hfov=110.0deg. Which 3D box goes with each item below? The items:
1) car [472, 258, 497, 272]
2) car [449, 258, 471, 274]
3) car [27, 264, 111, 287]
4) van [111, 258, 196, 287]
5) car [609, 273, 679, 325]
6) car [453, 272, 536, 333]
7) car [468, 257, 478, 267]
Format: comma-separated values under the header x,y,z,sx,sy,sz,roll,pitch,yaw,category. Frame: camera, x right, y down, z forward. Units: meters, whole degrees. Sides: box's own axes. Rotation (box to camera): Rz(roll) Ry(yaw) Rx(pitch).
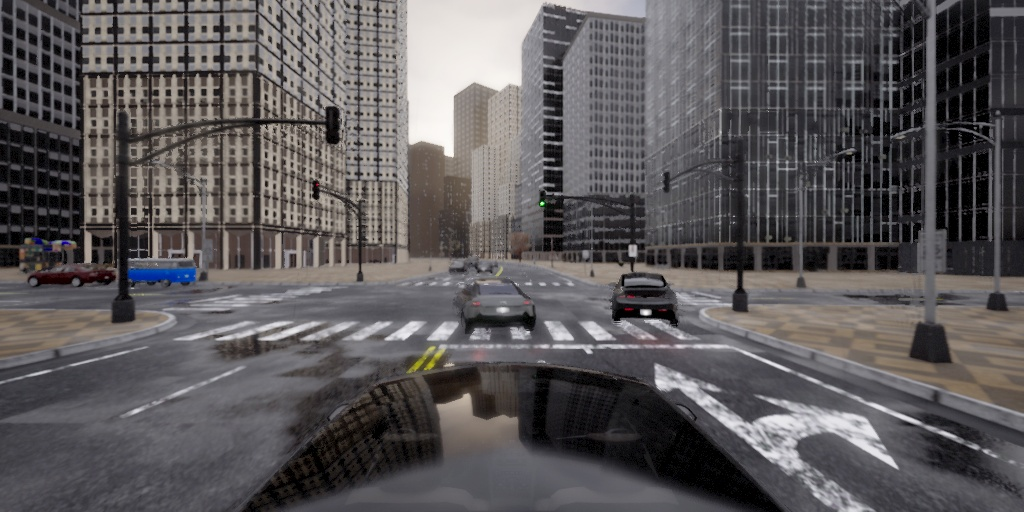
x,y,z,sx,sy,sz,roll,pitch,yaw,category
-3.352,1.404,44.908,2.128,1.511,4.902,0,0,0,car
-6.604,1.390,44.491,1.882,1.535,5.008,0,0,0,car
-28.201,1.231,23.020,4.507,1.381,1.888,0,0,1,car
-22.662,1.052,22.975,3.998,1.789,1.690,0,0,1,van
4.417,1.312,12.169,1.837,1.490,4.892,-1,-1,18,car
-0.661,1.363,11.098,1.994,1.385,4.181,0,0,-12,car
-6.651,1.176,60.400,2.150,2.045,5.566,0,0,0,car
